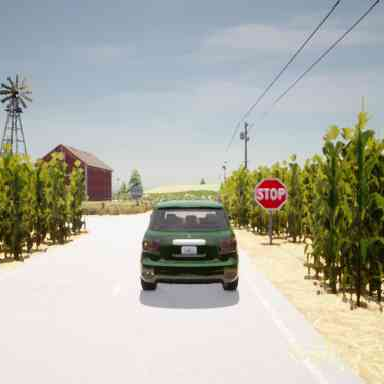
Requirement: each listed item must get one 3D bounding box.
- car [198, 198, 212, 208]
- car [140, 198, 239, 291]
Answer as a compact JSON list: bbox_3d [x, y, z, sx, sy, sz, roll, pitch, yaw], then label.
[{"bbox_3d":[1.959,1.562,50.179,1.994,1.385,4.181,0,0,4],"label":"car"},{"bbox_3d":[-0.048,1.222,9.153,2.150,2.045,5.566,0,0,0],"label":"car"}]
